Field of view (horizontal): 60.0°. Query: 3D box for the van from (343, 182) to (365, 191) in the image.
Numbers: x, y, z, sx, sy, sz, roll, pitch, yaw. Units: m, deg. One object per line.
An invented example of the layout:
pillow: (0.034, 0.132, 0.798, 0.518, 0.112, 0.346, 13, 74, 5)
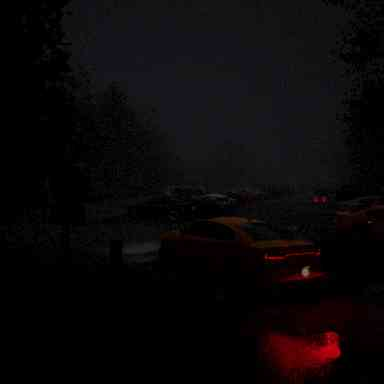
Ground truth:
van: (36.342, -1.292, 74.749, 4.442, 1.987, 1.878, 1, 2, 24)

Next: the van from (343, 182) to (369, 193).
van: (31.769, -0.932, 64.662, 4.442, 1.987, 1.878, 1, 2, 24)

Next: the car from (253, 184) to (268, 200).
car: (5.882, 0.194, 39.973, 5.366, 1.575, 1.946, 1, 3, 24)

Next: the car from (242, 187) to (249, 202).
car: (2.570, 0.546, 32.206, 4.892, 1.521, 2.231, 1, 3, 24)

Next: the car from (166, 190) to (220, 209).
car: (-0.868, 0.887, 24.627, 5.008, 1.535, 2.097, 1, 3, 24)

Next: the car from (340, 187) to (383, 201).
car: (20.207, 0.232, 39.379, 4.792, 1.488, 2.163, 1, 2, 24)

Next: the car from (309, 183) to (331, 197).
car: (18.364, -0.083, 47.345, 2.128, 1.511, 4.902, 1, 2, 24)

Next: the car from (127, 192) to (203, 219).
car: (-2.045, 1.031, 22.116, 4.792, 1.488, 2.163, 1, 3, 24)

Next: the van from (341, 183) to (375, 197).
van: (24.646, -0.393, 49.513, 4.442, 1.987, 1.878, 1, 2, 24)

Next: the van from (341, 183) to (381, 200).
van: (21.217, -0.120, 41.931, 4.442, 1.987, 1.878, 1, 2, 24)

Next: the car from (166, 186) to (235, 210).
car: (0.298, 0.523, 27.133, 5.566, 2.045, 2.435, 1, 3, 24)

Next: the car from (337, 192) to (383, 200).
car: (9.975, 1.077, 16.804, 4.553, 1.767, 2.185, 1, 3, 24)

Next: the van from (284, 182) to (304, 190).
van: (25.366, -1.592, 82.778, 4.442, 1.987, 1.878, 1, 2, 24)

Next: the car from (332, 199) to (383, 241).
car: (8.798, 1.316, 14.302, 5.008, 1.535, 2.097, 1, 3, 24)

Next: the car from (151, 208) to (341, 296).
car: (0.905, 1.379, 8.522, 1.882, 1.535, 5.008, 2, -1, -31)

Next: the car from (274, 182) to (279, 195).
car: (9.463, -0.227, 47.342, 4.553, 1.767, 2.185, 1, 2, 24)

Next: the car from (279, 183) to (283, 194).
car: (10.605, -0.164, 49.873, 4.792, 1.488, 2.163, 1, 2, 24)

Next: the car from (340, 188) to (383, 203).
car: (19.117, 0.330, 36.976, 4.792, 1.488, 2.163, 1, 3, 24)

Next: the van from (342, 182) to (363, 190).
van: (38.419, -1.475, 79.895, 4.442, 1.987, 1.878, 1, 2, 24)

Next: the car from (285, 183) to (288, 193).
car: (12.844, -0.345, 54.952, 4.792, 1.488, 2.163, 1, 2, 24)

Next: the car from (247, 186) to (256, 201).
car: (3.540, 0.425, 34.810, 5.366, 1.575, 1.946, 1, 3, 24)

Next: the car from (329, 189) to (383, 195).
car: (13.156, 0.860, 24.348, 5.366, 1.575, 1.946, 1, 3, 24)

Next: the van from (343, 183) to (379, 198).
van: (23.715, -0.300, 46.895, 4.442, 1.987, 1.878, 1, 2, 24)

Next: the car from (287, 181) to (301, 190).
car: (19.575, -0.920, 70.178, 5.366, 1.575, 1.946, 1, 2, 24)

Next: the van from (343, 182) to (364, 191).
van: (37.433, -1.378, 77.156, 4.442, 1.987, 1.878, 1, 2, 24)

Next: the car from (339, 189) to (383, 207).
car: (16.728, 0.553, 31.845, 4.792, 1.488, 2.163, 1, 3, 24)

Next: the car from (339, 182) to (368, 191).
car: (35.066, -1.230, 72.285, 5.566, 2.045, 2.435, 1, 2, 24)

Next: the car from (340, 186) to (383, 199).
car: (22.470, 0.014, 44.428, 5.008, 1.535, 2.097, 1, 2, 24)

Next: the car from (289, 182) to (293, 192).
car: (15.135, -0.525, 60.006, 4.792, 1.488, 2.163, 1, 2, 24)

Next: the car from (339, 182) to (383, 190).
car: (15.636, 0.387, 29.289, 5.566, 2.045, 2.435, 1, 3, 24)

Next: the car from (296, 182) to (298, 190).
car: (17.458, -0.733, 65.045, 4.892, 1.521, 2.231, 1, 2, 24)

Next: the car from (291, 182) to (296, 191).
car: (16.138, -0.650, 62.597, 5.366, 1.575, 1.946, 1, 2, 24)

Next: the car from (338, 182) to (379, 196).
car: (25.869, -0.507, 51.997, 5.566, 2.045, 2.435, 1, 2, 24)

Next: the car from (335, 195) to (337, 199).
car: (11.012, 1.123, 19.243, 4.792, 1.488, 2.163, 1, 3, 24)

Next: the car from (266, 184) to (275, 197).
car: (7.314, 0.097, 42.234, 5.366, 1.575, 1.946, 1, 3, 24)

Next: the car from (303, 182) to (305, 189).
car: (23.176, -1.184, 77.686, 5.008, 1.535, 2.097, 1, 2, 24)

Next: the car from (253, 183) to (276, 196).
car: (8.282, -0.004, 44.832, 4.892, 1.521, 2.231, 1, 3, 24)

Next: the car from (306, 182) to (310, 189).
car: (26.644, -1.705, 85.244, 5.566, 2.045, 2.435, 1, 2, 24)

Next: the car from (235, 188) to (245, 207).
car: (1.587, 0.659, 29.605, 5.366, 1.575, 1.946, 1, 3, 24)

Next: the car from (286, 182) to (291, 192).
car: (13.989, -0.435, 57.479, 4.792, 1.488, 2.163, 1, 2, 24)

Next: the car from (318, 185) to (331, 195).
car: (22.614, -0.431, 56.718, 1.882, 1.535, 5.008, 1, 2, 24)

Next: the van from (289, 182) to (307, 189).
van: (28.796, -1.787, 90.347, 4.442, 1.987, 1.878, 1, 1, 24)

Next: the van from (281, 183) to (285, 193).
van: (11.831, -0.508, 52.355, 4.442, 1.987, 1.878, 1, 2, 24)
